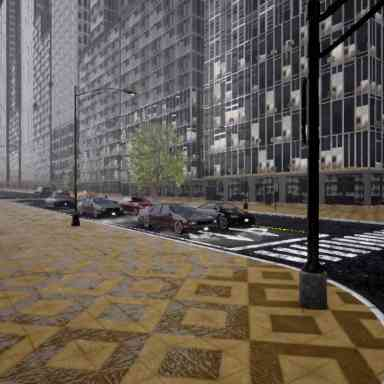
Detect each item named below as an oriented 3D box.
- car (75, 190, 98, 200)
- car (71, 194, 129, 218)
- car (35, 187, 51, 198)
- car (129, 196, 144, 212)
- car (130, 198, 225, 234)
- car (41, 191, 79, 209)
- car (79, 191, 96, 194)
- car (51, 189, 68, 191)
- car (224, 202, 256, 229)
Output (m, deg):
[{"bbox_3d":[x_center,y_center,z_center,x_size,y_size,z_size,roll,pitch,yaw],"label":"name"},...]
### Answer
[{"bbox_3d":[-17.462,0.485,54.929,1.882,1.535,5.008,0,1,-38],"label":"car"},{"bbox_3d":[-7.188,1.107,25.614,2.033,1.411,5.357,0,1,-38],"label":"car"},{"bbox_3d":[-28.475,-0.025,63.764,2.150,2.045,5.566,0,1,-38],"label":"car"},{"bbox_3d":[-4.610,1.083,27.592,1.812,1.442,4.674,0,1,-38],"label":"car"},{"bbox_3d":[-0.970,1.292,17.687,2.033,1.411,5.357,0,1,-38],"label":"car"},{"bbox_3d":[-13.397,0.939,33.562,1.994,1.385,4.181,0,1,-38],"label":"car"},{"bbox_3d":[-11.025,0.913,35.804,2.033,1.411,5.357,0,1,-38],"label":"car"},{"bbox_3d":[-25.349,0.272,65.040,1.837,1.490,4.892,0,1,-38],"label":"car"},{"bbox_3d":[1.721,1.309,19.523,1.994,1.385,4.181,0,1,-38],"label":"car"}]
